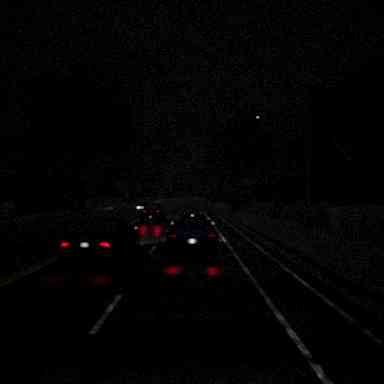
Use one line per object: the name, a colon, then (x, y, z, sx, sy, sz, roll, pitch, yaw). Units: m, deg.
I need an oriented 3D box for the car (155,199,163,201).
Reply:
car: (-6.496, 2.119, 65.341, 1.882, 1.535, 5.008, 0, -1, 0)

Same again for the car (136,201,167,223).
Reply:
car: (-3.221, 1.774, 28.514, 2.128, 1.511, 4.902, 0, 0, 0)

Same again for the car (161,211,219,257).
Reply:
car: (0.027, 1.699, 13.590, 1.994, 1.385, 4.181, 0, 0, 1)

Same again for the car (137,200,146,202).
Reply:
car: (-9.746, 2.202, 65.361, 1.994, 1.385, 4.181, 0, -1, 0)

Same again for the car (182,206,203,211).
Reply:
car: (0.032, 1.845, 28.547, 1.994, 1.385, 4.181, 0, 0, 0)

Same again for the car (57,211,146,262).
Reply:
car: (-3.235, 1.672, 12.551, 2.033, 1.411, 5.357, 0, -1, 0)
